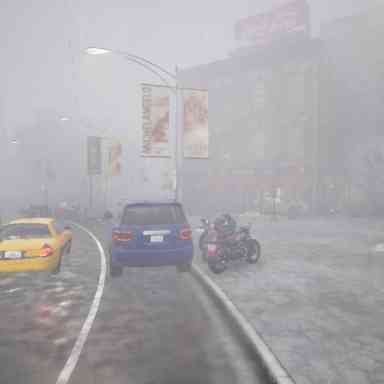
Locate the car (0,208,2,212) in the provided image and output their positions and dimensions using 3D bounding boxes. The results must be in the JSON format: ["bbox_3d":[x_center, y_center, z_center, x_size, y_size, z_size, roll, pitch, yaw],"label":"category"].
[{"bbox_3d":[-13.743,1.466,22.033,1.882,1.535,5.008,0,0,-32],"label":"car"}]

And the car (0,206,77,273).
[{"bbox_3d":[-4.846,1.452,10.305,1.801,1.575,5.366,0,0,-15],"label":"car"}]

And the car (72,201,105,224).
[{"bbox_3d":[-7.348,1.590,24.614,1.895,1.301,4.718,0,0,-28],"label":"car"}]

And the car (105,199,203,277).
[{"bbox_3d":[-1.533,1.219,10.591,2.150,2.045,5.566,0,0,-15],"label":"car"}]

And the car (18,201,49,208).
[{"bbox_3d":[-12.547,1.494,26.508,1.837,1.490,4.892,1,0,-35],"label":"car"}]
